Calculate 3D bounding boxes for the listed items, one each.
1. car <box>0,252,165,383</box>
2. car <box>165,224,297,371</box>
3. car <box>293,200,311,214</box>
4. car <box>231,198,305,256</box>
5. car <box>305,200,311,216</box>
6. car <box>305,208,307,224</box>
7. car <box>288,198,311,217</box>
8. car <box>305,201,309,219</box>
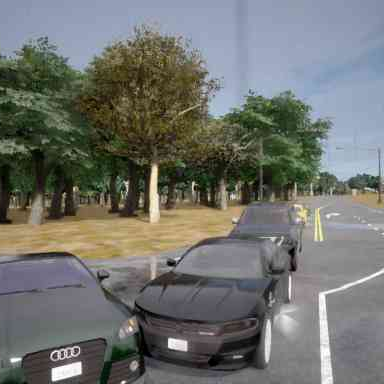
[{"bbox_3d":[-2.306,1.643,4.960,1.994,1.385,4.181,1,-2,-33],"label":"car"},{"bbox_3d":[0.740,1.613,6.256,1.882,1.535,5.008,-1,-2,21],"label":"car"},{"bbox_3d":[13.328,1.748,40.141,1.812,1.442,4.674,-1,0,21],"label":"car"},{"bbox_3d":[2.862,1.460,12.396,2.150,2.045,5.566,-2,0,21],"label":"car"},{"bbox_3d":[9.302,1.725,29.557,1.812,1.442,4.674,-1,0,21],"label":"car"},{"bbox_3d":[5.091,1.775,18.300,1.895,1.301,4.718,-1,0,21],"label":"car"},{"bbox_3d":[11.331,1.563,34.931,2.097,1.767,4.553,-1,0,21],"label":"car"},{"bbox_3d":[7.241,1.664,24.053,1.882,1.535,5.008,-1,0,21],"label":"car"}]
